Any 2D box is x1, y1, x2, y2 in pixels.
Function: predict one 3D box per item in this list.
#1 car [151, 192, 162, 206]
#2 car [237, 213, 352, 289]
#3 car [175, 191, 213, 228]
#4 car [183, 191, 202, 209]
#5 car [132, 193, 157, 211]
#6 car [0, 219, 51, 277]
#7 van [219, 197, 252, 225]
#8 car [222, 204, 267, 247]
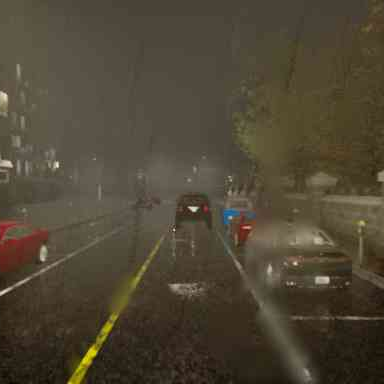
[{"bbox_3d":[-5.381,0.959,47.547,2.192,1.841,5.009,0,0,0],"label":"car"},{"bbox_3d":[2.567,1.487,8.735,2.008,1.369,4.403,0,0,0],"label":"car"},{"bbox_3d":[0.099,1.069,20.867,2.150,2.045,5.566,0,0,0],"label":"car"},{"bbox_3d":[0.105,0.922,40.405,2.150,2.045,5.566,0,1,0],"label":"car"},{"bbox_3d":[-5.312,1.170,36.462,1.967,1.590,4.097,0,0,0],"label":"car"},{"bbox_3d":[-5.313,1.481,8.738,1.887,1.381,4.507,0,0,0],"label":"car"},{"bbox_3d":[2.568,1.196,19.824,1.690,1.788,3.998,0,0,0],"label":"van"},{"bbox_3d":[2.567,1.441,14.280,1.887,1.381,4.507,0,0,0],"label":"car"}]
